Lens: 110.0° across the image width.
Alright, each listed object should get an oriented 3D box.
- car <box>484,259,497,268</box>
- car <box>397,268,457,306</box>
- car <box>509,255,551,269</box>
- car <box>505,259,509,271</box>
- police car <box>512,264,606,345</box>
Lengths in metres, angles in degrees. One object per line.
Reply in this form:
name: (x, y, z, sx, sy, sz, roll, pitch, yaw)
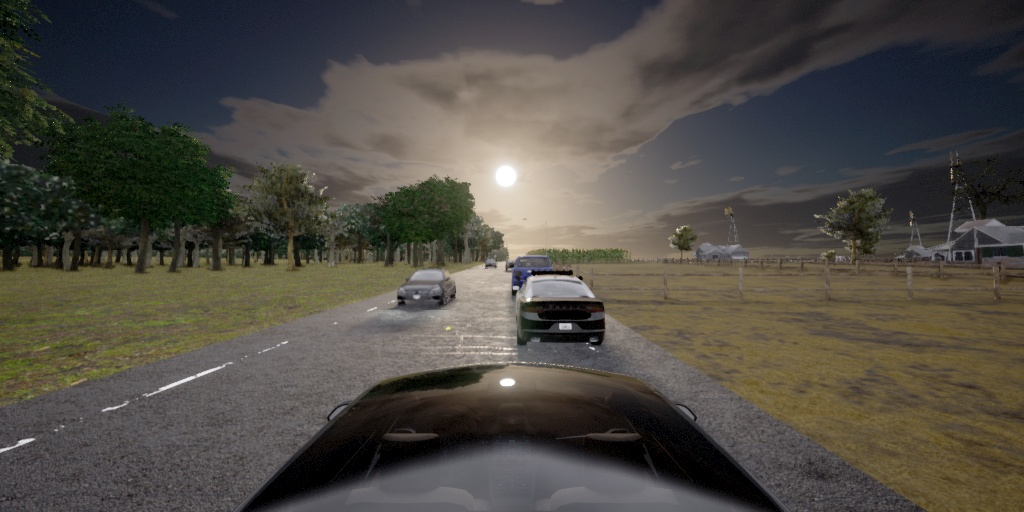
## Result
car: (-3.562, 1.256, 60.160, 1.837, 1.490, 4.892, 0, 0, 0)
car: (-3.596, 1.283, 15.862, 1.812, 1.442, 4.674, 0, 0, 0)
car: (1.055, 0.982, 19.560, 2.150, 2.045, 5.566, 0, 0, 0)
car: (0.051, 1.250, 50.136, 2.128, 1.511, 4.902, 0, 0, 1)
police car: (1.052, 1.180, 9.628, 1.930, 1.638, 5.238, 0, 0, 0)
